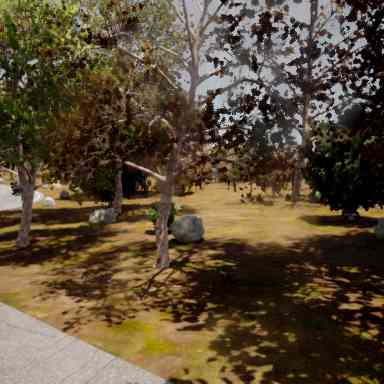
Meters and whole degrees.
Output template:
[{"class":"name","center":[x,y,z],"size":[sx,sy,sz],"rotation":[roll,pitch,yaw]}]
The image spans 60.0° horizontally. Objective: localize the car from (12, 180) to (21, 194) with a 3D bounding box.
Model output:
[{"class":"car","center":[-19.247,-0.613,37.695],"size":[1.837,1.490,4.892],"rotation":[4,4,-29]}]
